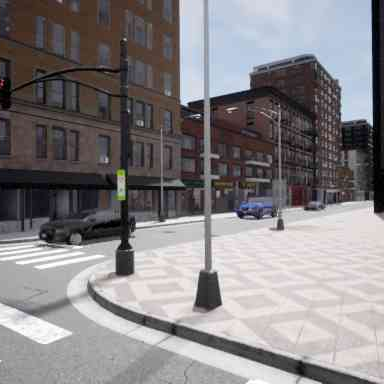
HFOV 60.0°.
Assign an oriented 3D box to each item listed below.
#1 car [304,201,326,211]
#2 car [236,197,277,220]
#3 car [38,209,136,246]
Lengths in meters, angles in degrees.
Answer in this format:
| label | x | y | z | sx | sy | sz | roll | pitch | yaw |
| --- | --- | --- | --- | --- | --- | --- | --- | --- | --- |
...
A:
| label | x | y | z | sx | sy | sz | roll | pitch | yaw |
| --- | --- | --- | --- | --- | --- | --- | --- | --- | --- |
| car | 17.602 | 2.024 | 47.493 | 2.033 | 1.411 | 5.357 | -1 | -1 | 36 |
| car | 6.347 | 1.504 | 32.020 | 2.150 | 2.045 | 5.566 | -1 | -1 | 36 |
| car | -4.883 | 1.597 | 16.169 | 1.882 | 1.535 | 5.008 | -1 | -1 | 34 |
